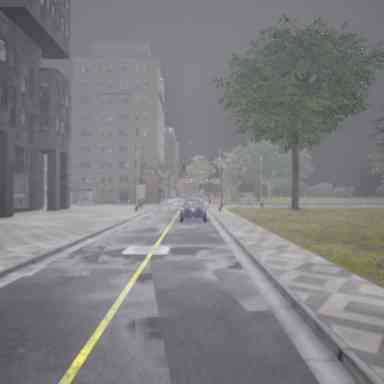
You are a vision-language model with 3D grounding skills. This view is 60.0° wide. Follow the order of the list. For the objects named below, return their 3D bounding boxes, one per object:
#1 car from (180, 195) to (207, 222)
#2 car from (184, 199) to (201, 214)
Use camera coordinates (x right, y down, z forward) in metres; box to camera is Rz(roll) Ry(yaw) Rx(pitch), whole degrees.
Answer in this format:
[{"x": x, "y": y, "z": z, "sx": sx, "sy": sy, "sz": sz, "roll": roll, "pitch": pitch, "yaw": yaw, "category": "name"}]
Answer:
[{"x": 0.102, "y": 1.388, "z": 27.025, "sx": 2.097, "sy": 1.767, "sz": 4.553, "roll": 0, "pitch": 0, "yaw": 0, "category": "car"}, {"x": 0.038, "y": 1.596, "z": 37.864, "sx": 1.812, "sy": 1.442, "sz": 4.674, "roll": 0, "pitch": 0, "yaw": 1, "category": "car"}]
